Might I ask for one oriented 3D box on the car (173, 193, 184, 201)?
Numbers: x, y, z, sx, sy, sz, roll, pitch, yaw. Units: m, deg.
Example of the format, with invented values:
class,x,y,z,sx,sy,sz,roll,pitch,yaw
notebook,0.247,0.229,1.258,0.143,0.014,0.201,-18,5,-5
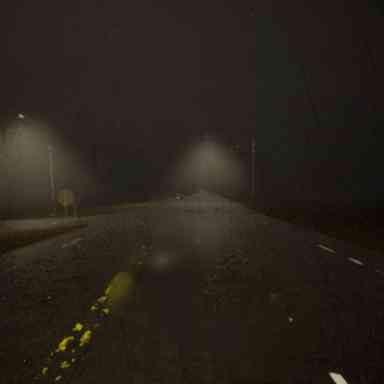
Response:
class,x,y,z,sx,sy,sz,roll,pitch,yaw
car,-2.578,0.988,66.199,2.128,1.511,4.902,0,1,2
